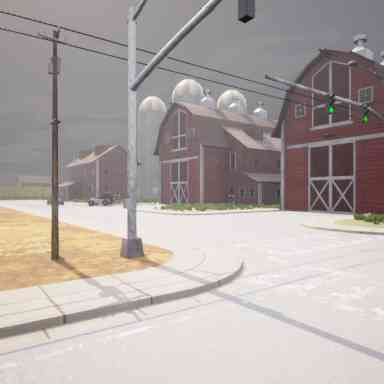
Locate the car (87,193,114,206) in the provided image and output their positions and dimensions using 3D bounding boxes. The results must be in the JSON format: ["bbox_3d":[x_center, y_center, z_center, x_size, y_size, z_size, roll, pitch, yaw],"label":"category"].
[{"bbox_3d":[-13.797,1.118,50.595,3.866,1.878,1.905,-2,5,11],"label":"car"}]

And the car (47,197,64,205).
[{"bbox_3d":[-23.266,1.537,56.583,1.994,1.385,4.181,0,0,-36],"label":"car"}]
